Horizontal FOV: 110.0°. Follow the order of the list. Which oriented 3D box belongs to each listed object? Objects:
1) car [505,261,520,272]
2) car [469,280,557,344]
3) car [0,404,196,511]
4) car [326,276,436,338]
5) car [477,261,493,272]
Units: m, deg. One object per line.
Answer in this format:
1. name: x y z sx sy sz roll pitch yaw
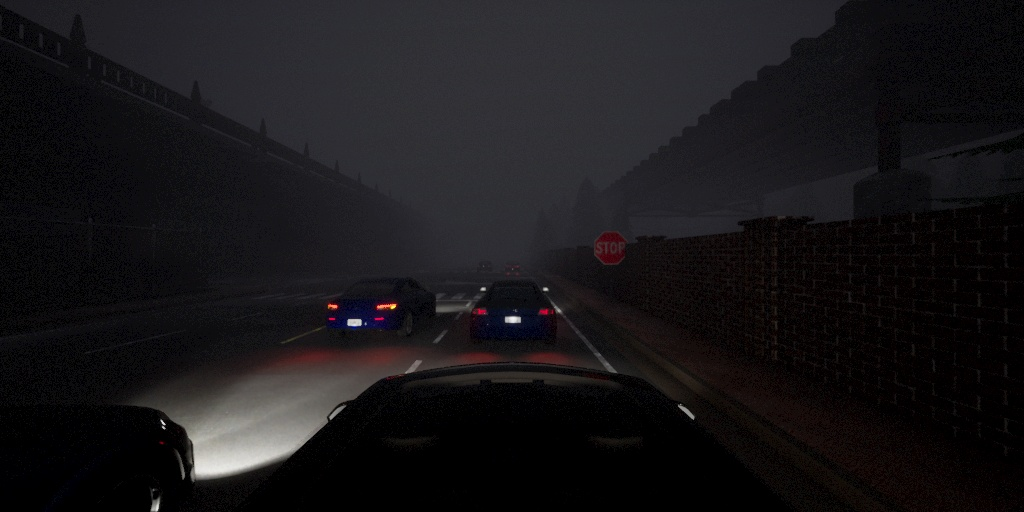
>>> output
1. car: 0.060 1.337 46.243 1.895 1.301 4.718 0 0 -1
2. car: 0.061 1.312 9.551 1.994 1.385 4.181 0 0 1
3. car: -3.399 1.314 0.974 1.994 1.385 4.181 0 0 0
4. car: -3.421 1.273 10.070 1.812 1.442 4.674 0 0 0
5. car: -3.423 1.284 45.440 2.033 1.411 5.357 0 0 -1
